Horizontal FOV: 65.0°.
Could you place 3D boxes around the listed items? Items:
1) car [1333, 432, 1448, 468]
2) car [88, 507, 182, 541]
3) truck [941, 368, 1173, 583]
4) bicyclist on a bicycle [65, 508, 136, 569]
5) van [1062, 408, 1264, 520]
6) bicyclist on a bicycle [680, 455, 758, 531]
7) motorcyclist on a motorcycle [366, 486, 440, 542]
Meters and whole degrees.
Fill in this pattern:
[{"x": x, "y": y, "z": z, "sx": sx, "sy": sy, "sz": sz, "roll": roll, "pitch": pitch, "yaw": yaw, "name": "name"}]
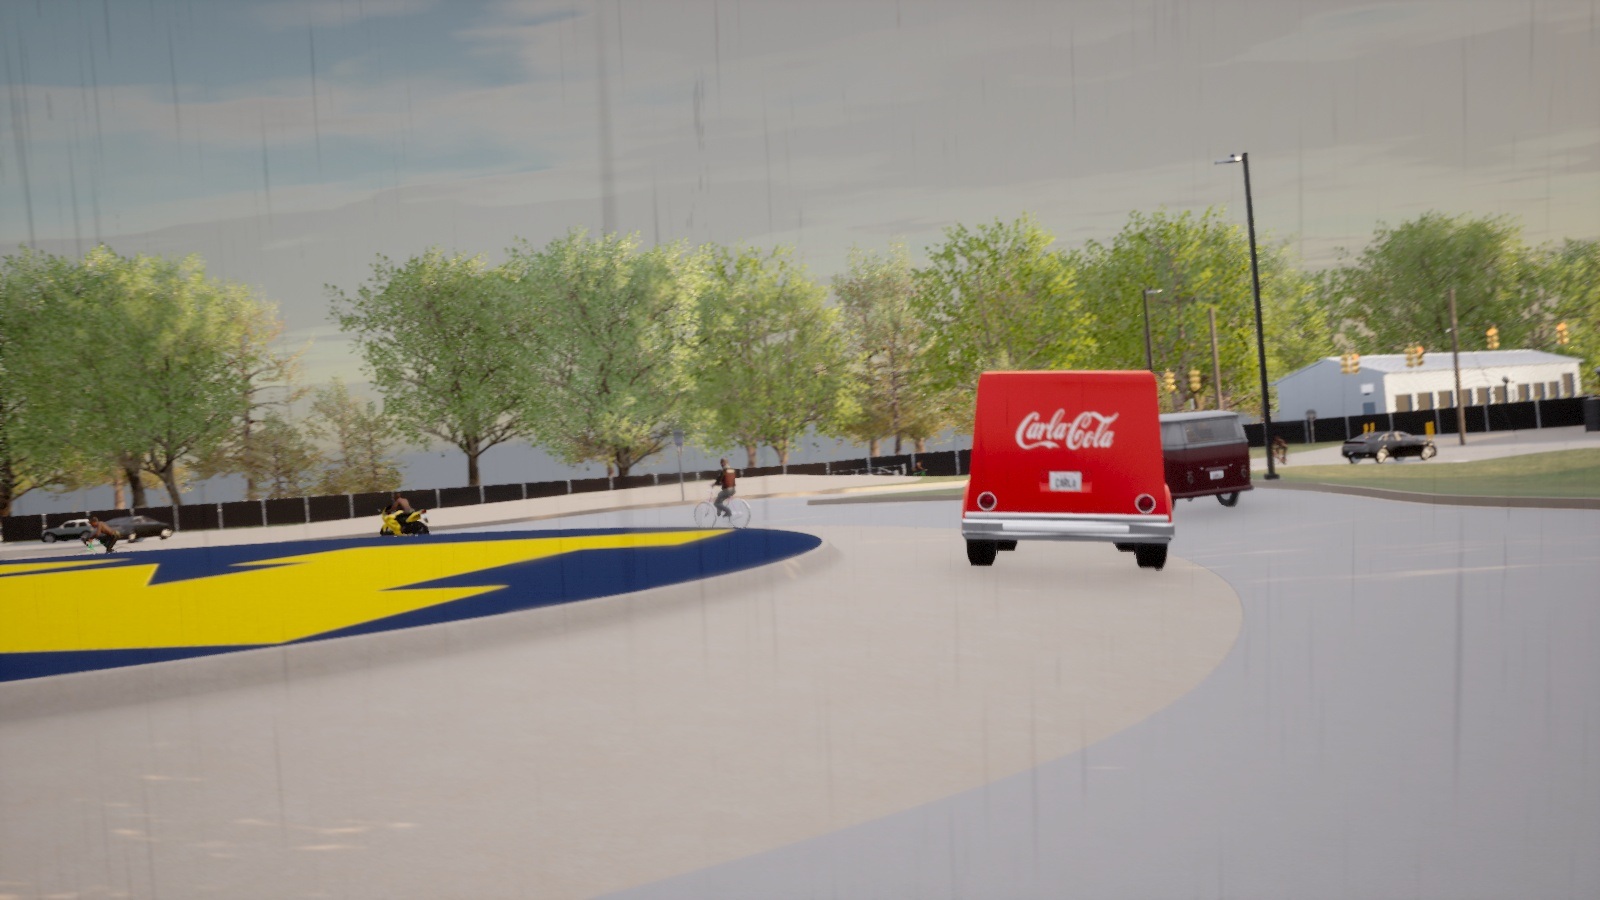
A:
[{"x": 28.142, "y": -0.015, "z": 59.842, "sx": 4.902, "sy": 1.511, "sz": 2.128, "roll": -2, "pitch": 0, "yaw": -22, "name": "car"}, {"x": -37.376, "y": 4.134, "z": 70.736, "sx": 2.128, "sy": 1.511, "sz": 4.902, "roll": -5, "pitch": -1, "yaw": 7, "name": "car"}, {"x": 3.530, "y": 0.287, "z": 17.269, "sx": 2.627, "sy": 2.467, "sz": 5.204, "roll": 1, "pitch": 0, "yaw": 12, "name": "truck"}, {"x": -20.701, "y": 2.614, "z": 37.191, "sx": 1.656, "sy": 1.620, "sz": 0.582, "roll": -5, "pitch": 2, "yaw": -23, "name": "bicyclist on a bicycle"}, {"x": 7.394, "y": 0.287, "z": 26.096, "sx": 1.775, "sy": 1.987, "sz": 4.442, "roll": -5, "pitch": 1, "yaw": -16, "name": "van"}, {"x": -1.994, "y": 1.057, "z": 30.817, "sx": 1.843, "sy": 1.776, "sz": 0.659, "roll": -4, "pitch": -1, "yaw": 39, "name": "bicyclist on a bicycle"}, {"x": -11.786, "y": 1.906, "z": 37.242, "sx": 2.044, "sy": 1.523, "sz": 0.797, "roll": -4, "pitch": 2, "yaw": 31, "name": "motorcyclist on a motorcycle"}]
